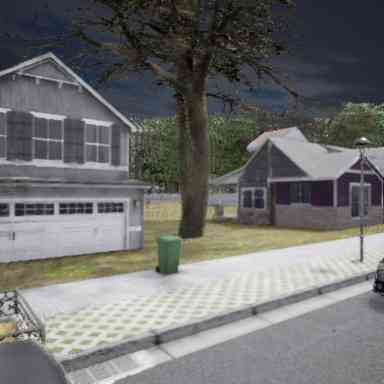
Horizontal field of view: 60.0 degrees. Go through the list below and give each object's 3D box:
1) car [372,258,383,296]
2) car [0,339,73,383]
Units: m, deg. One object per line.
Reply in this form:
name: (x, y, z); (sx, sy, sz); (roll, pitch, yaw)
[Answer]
car: (5.707, 1.534, 7.139); (4.181, 1.385, 1.994); (0, 0, -36)
car: (-2.981, 1.553, 0.945); (5.357, 1.411, 2.033); (0, 0, -35)
